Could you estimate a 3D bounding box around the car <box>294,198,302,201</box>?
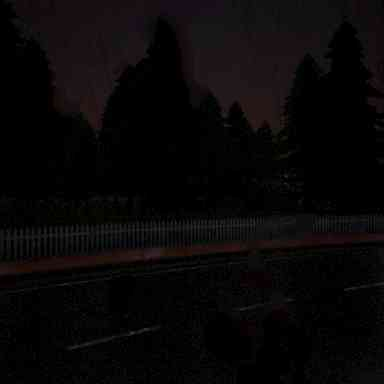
[{"bbox_3d":[20.821,1.387,62.650,2.128,1.511,4.902,0,0,-3],"label":"car"}]
